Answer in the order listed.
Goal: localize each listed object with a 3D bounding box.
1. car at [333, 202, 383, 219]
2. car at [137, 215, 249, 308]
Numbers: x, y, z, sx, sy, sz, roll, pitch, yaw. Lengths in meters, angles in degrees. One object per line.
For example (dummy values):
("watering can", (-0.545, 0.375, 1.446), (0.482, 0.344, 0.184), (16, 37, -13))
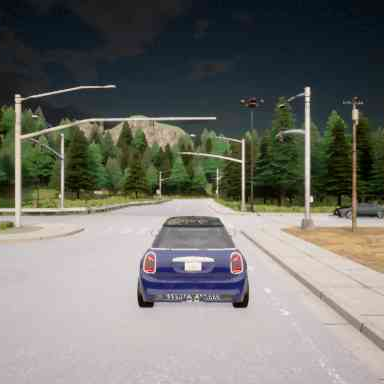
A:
("car", (14.499, 1.591, 28.718), (4.181, 1.385, 1.994), (0, 0, 1))
("car", (0.037, 1.348, 8.090), (2.097, 1.767, 4.553), (0, 0, 0))
